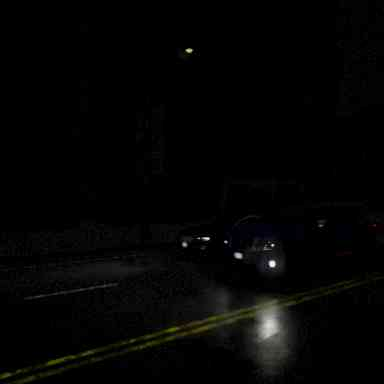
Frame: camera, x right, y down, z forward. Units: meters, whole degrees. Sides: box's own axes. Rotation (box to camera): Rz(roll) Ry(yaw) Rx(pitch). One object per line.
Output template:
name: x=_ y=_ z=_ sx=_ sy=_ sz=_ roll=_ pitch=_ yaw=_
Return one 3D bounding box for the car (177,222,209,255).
car: x=1.745 y=1.575 z=12.919 sx=4.902 sy=1.511 sz=2.128 roll=1 pitch=0 yaw=-36

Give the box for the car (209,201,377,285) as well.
car: x=3.440 y=1.302 z=10.137 sx=5.566 sy=2.045 sz=2.150 roll=1 pitch=0 yaw=-36
